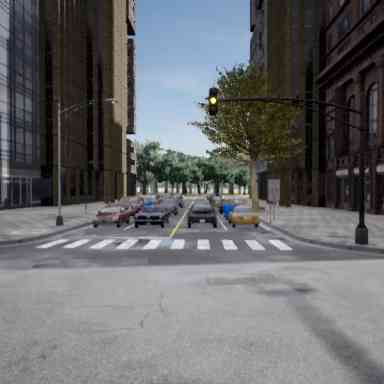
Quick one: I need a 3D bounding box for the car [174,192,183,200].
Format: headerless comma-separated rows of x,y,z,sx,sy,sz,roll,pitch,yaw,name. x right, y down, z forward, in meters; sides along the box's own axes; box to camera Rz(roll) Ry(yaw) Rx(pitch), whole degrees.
-3.560,1.072,90.104,2.192,1.841,5.009,0,0,1,car

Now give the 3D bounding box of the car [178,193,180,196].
-4.106,1.383,67.393,1.887,1.381,4.507,0,0,1,car

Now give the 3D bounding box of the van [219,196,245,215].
3.455,1.299,27.449,1.690,1.788,3.998,-1,0,1,van

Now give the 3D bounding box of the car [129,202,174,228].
-2.529,1.570,21.901,1.895,1.301,4.718,0,0,1,car

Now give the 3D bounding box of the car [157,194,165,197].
-4.794,1.244,39.003,2.192,1.841,5.009,-1,0,1,car

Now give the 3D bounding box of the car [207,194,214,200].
4.965,1.323,89.902,1.947,1.339,4.313,0,0,1,car

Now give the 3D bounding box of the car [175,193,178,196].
-4.244,1.297,61.715,1.967,1.590,4.097,0,0,1,car

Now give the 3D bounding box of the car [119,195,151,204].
-5.068,1.273,27.647,2.192,1.841,5.009,-1,0,1,car

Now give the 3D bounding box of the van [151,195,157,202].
-4.931,1.285,33.325,1.690,1.788,3.998,-1,0,1,van

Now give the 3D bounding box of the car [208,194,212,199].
4.143,1.427,55.837,2.008,1.369,4.403,-1,0,1,car

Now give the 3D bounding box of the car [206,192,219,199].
4.277,1.173,61.514,2.192,1.841,5.009,-1,0,1,car

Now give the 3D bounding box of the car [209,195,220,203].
4.416,1.389,67.193,2.008,1.369,4.403,-1,0,1,car

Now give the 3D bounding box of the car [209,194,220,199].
4.006,1.440,50.160,1.887,1.381,4.507,-1,0,1,car

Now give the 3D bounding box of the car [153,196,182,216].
-2.274,1.451,32.254,1.837,1.490,4.892,0,0,2,car

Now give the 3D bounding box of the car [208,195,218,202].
4.554,1.369,72.869,2.008,1.369,4.403,0,0,1,car

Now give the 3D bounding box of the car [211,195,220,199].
3.873,1.438,44.653,1.752,1.417,4.829,-1,0,1,car

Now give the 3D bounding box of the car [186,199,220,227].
0.680,1.473,22.395,1.837,1.490,4.892,0,0,1,car

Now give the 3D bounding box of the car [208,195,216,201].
4.691,1.380,78.547,1.802,1.307,4.206,0,0,1,car

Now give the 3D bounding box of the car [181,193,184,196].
-3.695,1.322,84.427,1.887,1.381,4.507,0,0,1,car

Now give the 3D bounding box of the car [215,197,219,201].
3.595,1.511,33.127,1.947,1.339,4.313,-1,0,1,car

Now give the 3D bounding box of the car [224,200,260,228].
3.324,1.494,21.941,1.752,1.417,4.829,-1,0,1,car

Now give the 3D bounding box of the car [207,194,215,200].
4.831,1.303,84.395,1.752,1.417,4.829,0,0,1,car

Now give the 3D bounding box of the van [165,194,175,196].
-4.382,1.217,56.037,1.690,1.788,3.998,0,0,1,van

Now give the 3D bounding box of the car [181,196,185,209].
-1.995,1.517,43.420,1.895,1.301,4.718,0,0,2,car

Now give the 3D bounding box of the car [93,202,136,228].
-5.202,1.551,21.968,1.802,1.307,4.206,-1,0,1,car
